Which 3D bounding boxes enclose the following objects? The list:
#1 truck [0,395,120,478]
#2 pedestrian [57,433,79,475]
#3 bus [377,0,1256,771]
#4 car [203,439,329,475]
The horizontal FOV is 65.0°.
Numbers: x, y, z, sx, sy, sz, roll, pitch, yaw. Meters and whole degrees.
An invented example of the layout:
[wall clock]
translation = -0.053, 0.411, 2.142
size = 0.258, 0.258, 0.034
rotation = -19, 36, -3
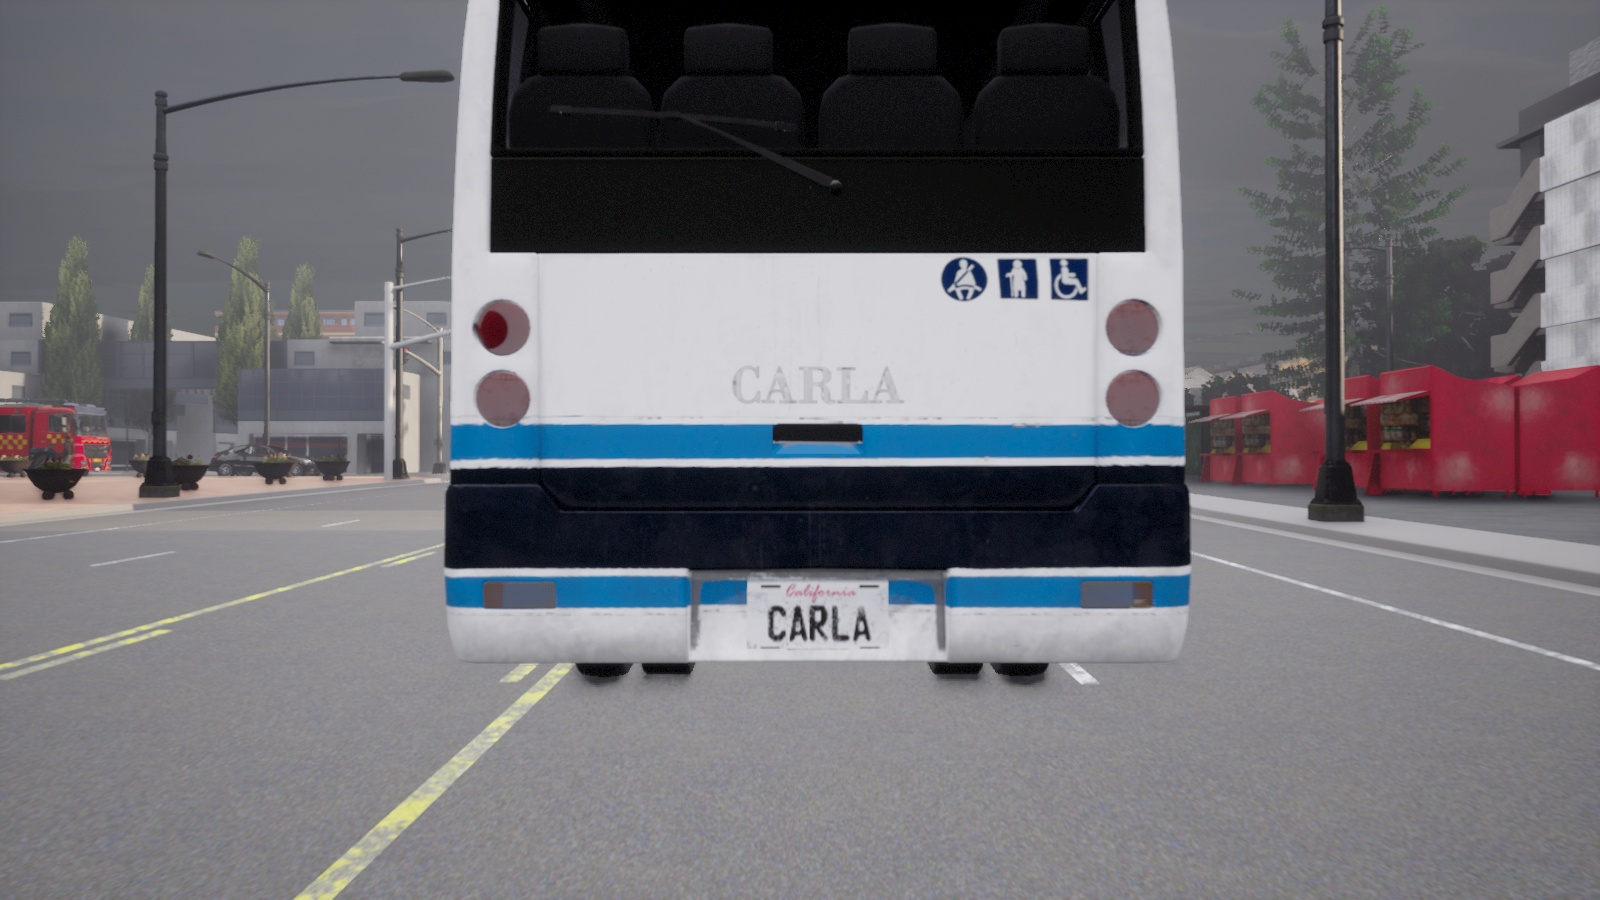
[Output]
[truck]
translation = -37.152, -0.603, 59.321
size = 8.468, 3.827, 2.891
rotation = 0, -1, 1
[pedestrian]
translation = -32.067, 0.188, 55.019
size = 0.703, 1.840, 0.431
rotation = 0, -1, 7
[bus]
translation = 0.075, -0.679, 10.774
size = 3.944, 4.253, 10.273
rotation = 0, 0, 0
[car]
translation = -25.116, 0.349, 59.171
size = 5.027, 1.651, 2.152
rotation = 0, -1, 1
